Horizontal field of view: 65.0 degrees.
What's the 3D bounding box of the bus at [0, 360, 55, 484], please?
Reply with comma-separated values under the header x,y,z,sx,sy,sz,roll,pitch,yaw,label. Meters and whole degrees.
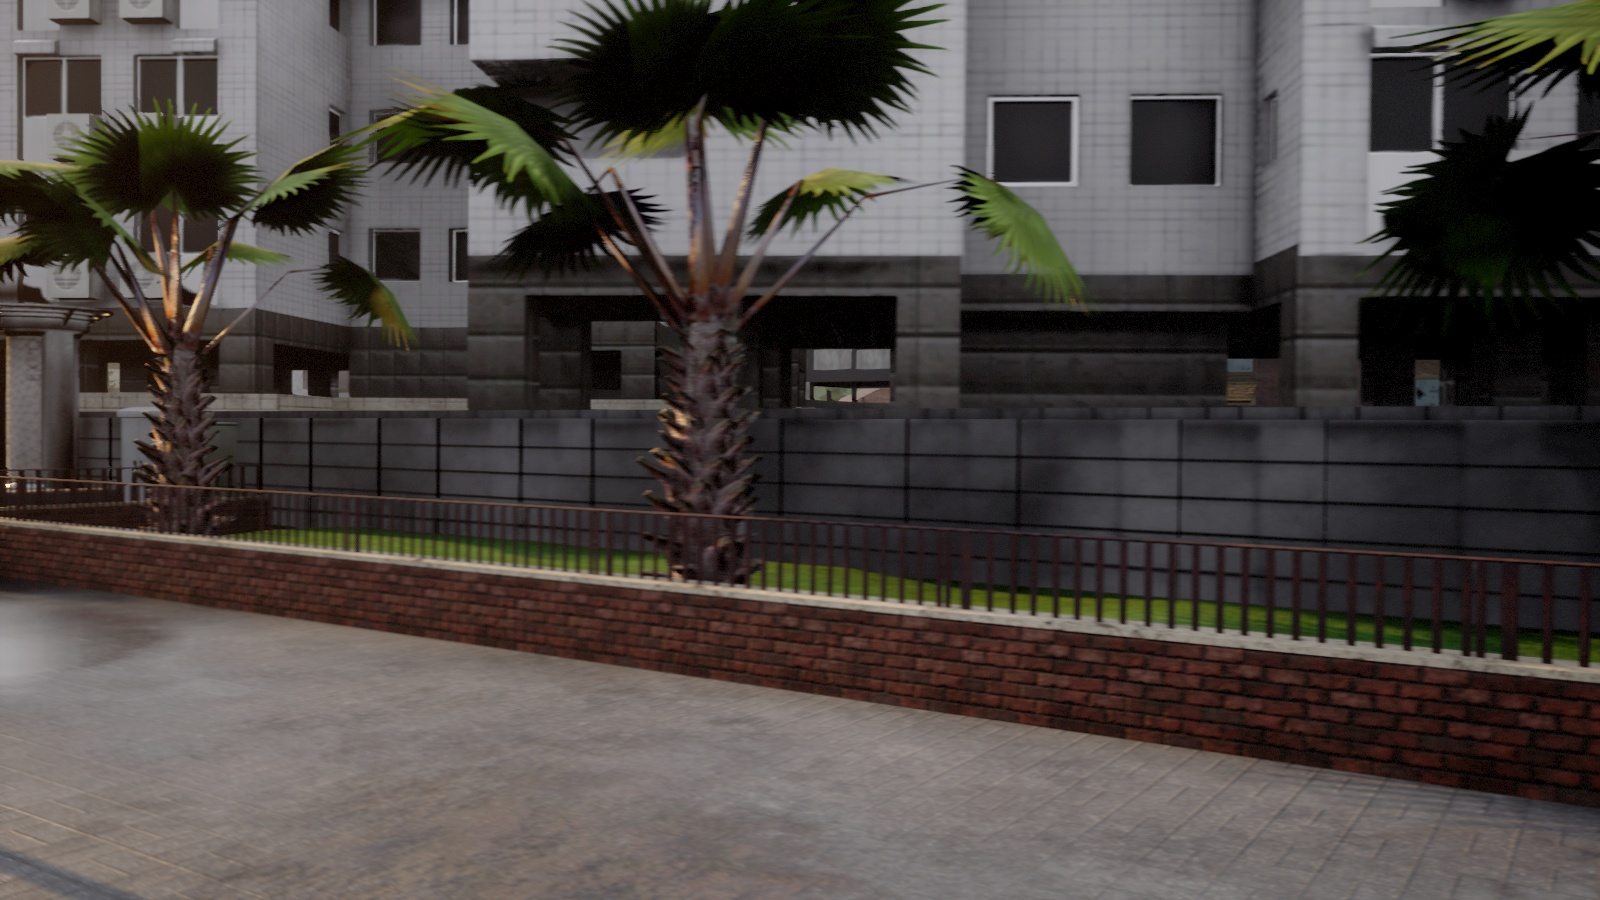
x,y,z,sx,sy,sz,roll,pitch,yaw,label
-30.928,-0.929,41.351,3.944,4.253,10.273,0,1,34,bus
